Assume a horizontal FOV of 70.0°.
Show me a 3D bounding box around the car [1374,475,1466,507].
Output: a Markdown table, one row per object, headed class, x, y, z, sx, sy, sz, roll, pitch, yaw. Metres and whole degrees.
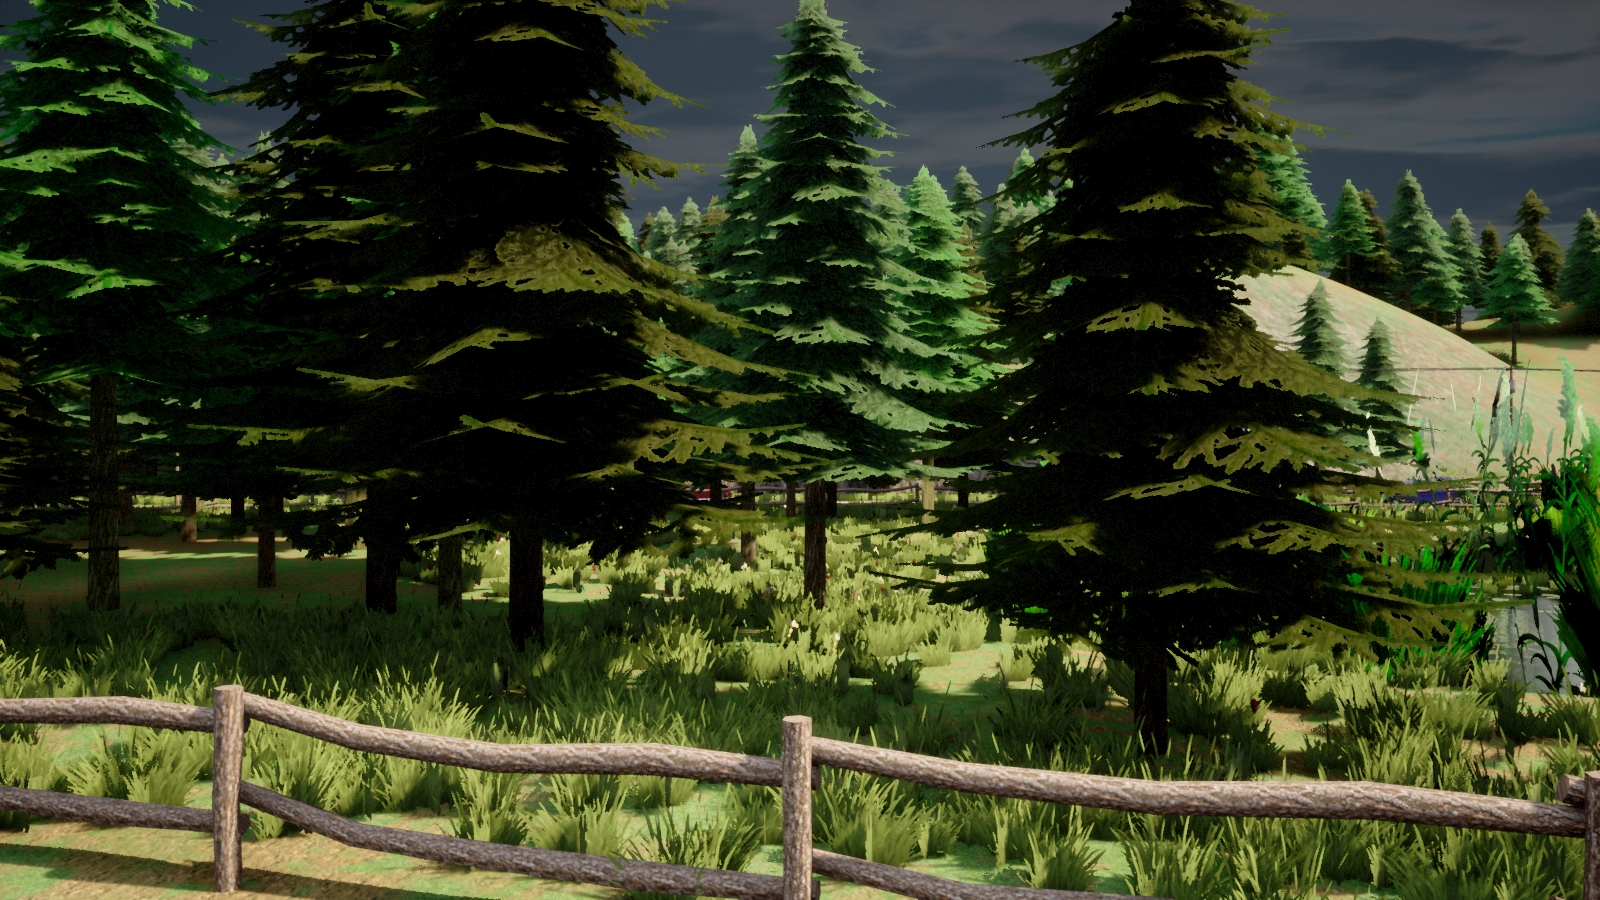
| class | x | y | z | sx | sy | sz | roll | pitch | yaw |
| --- | --- | --- | --- | --- | --- | --- | --- | --- | --- |
| car | 31.083 | 2.038 | 57.399 | 3.633 | 1.501 | 1.845 | 0 | 0 | 7 |
